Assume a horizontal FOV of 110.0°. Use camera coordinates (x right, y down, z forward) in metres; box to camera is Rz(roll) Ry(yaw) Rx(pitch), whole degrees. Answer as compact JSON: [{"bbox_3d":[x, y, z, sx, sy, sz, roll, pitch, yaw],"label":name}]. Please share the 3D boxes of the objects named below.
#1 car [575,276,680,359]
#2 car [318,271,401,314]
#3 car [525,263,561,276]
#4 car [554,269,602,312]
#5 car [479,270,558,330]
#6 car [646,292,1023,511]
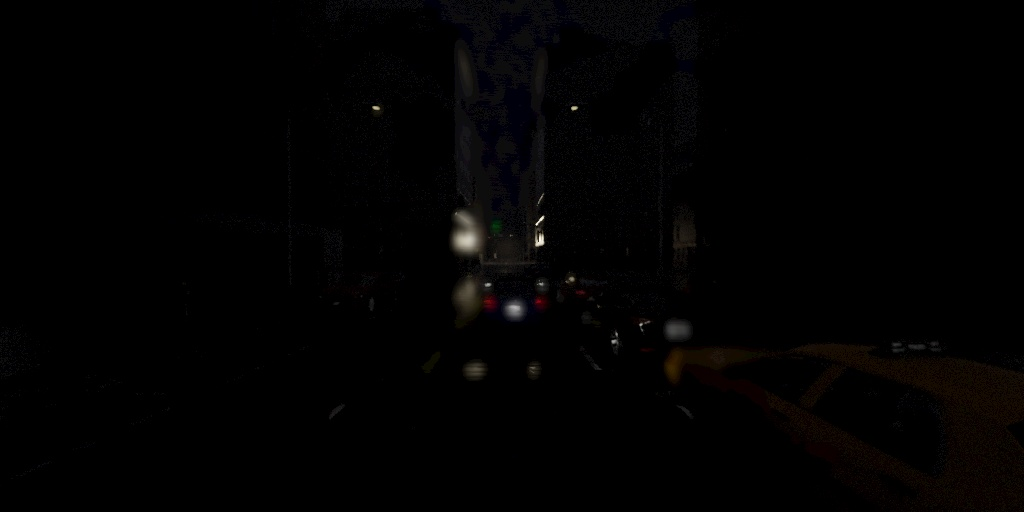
[{"bbox_3d":[2.877,1.317,8.248,1.948,1.339,4.313,0,0,0],"label":"car"},{"bbox_3d":[-5.667,1.297,13.833,1.888,1.381,4.507,0,0,0],"label":"car"},{"bbox_3d":[2.659,1.282,27.912,1.812,1.442,4.674,-1,-1,39],"label":"car"},{"bbox_3d":[2.878,1.334,13.833,1.802,1.307,4.207,0,0,0],"label":"car"},{"bbox_3d":[0.098,1.316,11.097,1.994,1.385,4.181,0,0,0],"label":"car"},{"bbox_3d":[2.875,1.275,2.831,1.751,1.417,4.829,0,0,0],"label":"car"}]
